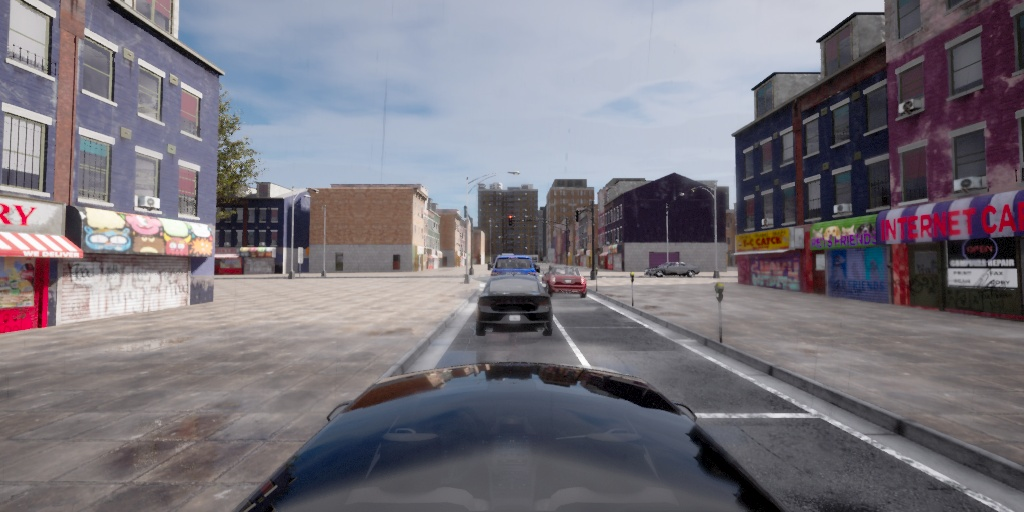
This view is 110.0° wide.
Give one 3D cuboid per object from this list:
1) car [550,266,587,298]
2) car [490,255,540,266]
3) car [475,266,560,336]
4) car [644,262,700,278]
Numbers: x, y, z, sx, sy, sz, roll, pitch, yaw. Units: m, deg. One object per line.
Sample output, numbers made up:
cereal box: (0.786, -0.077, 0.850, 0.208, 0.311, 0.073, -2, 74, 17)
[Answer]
car: (2.610, 1.210, 18.724, 1.967, 1.591, 4.097, 0, 0, 0)
car: (0.063, 0.992, 18.035, 2.150, 2.045, 5.566, 0, 0, 0)
car: (0.033, 1.235, 10.488, 1.882, 1.535, 5.008, 0, 0, -1)
car: (14.940, 1.314, 33.571, 4.902, 1.511, 2.128, 0, -2, 0)
